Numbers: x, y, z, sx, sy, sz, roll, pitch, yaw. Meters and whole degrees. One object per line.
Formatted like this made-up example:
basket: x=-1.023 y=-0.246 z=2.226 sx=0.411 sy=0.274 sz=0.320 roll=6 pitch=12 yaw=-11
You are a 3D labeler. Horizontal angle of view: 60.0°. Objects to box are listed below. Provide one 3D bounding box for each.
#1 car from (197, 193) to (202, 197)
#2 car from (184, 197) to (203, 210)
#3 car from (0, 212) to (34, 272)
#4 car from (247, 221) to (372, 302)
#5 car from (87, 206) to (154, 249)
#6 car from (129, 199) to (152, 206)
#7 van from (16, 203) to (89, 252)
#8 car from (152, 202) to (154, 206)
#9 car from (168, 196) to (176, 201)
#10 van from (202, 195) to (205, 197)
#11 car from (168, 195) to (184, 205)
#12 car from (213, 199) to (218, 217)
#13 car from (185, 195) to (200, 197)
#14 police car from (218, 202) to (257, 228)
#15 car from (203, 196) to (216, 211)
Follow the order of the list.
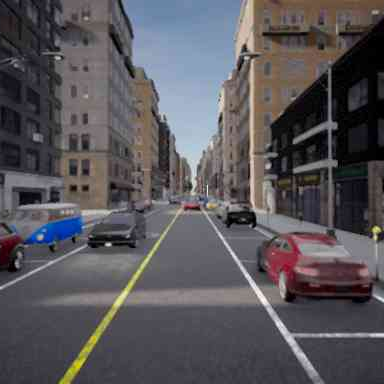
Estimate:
car: x=2.967 y=1.769 z=91.071 sx=1.947 sy=1.339 sz=4.313 roll=1 pitch=0 yaw=1
car: x=0.034 y=1.666 z=43.545 sx=1.994 sy=1.385 sz=4.181 roll=0 pitch=0 yaw=1
car: x=-5.851 y=1.459 z=8.025 sx=1.967 sy=1.590 sz=4.097 roll=1 pitch=0 yaw=0
car: x=2.673 y=1.601 z=8.020 sx=1.802 sy=1.307 sz=4.206 roll=1 pitch=0 yaw=0
car: x=-3.103 y=1.583 z=15.023 sx=2.033 sy=1.411 sz=5.357 roll=0 pitch=0 yaw=0
car: x=-5.860 y=1.652 z=36.389 sx=1.947 sy=1.339 sz=4.313 roll=1 pitch=0 yaw=0
van: x=-5.852 y=1.374 z=13.698 sx=1.690 sy=1.788 sz=3.998 roll=1 pitch=0 yaw=0
car: x=-5.861 y=1.643 z=42.062 sx=1.887 sy=1.381 sz=4.507 roll=1 pitch=0 yaw=0
car: x=-5.558 y=1.786 z=91.174 sx=1.802 sy=1.307 sz=4.206 roll=1 pitch=0 yaw=1
van: x=2.666 y=1.452 z=47.735 sx=1.690 sy=1.788 sz=3.998 roll=1 pitch=0 yaw=0
car: x=-3.015 y=1.715 z=60.694 sx=1.994 sy=1.385 sz=4.181 roll=0 pitch=0 yaw=0
car: x=3.141 y=1.597 z=29.805 sx=1.812 sy=1.442 sz=4.674 roll=0 pitch=0 yaw=0
car: x=0.011 y=1.659 z=57.488 sx=1.812 sy=1.442 sz=4.674 roll=0 pitch=0 yaw=0
police car: x=3.128 y=1.480 z=22.915 sx=1.930 sy=1.638 sz=5.238 roll=0 pitch=0 yaw=0
car: x=2.665 y=1.624 z=42.231 sx=1.752 sy=1.417 sz=4.829 roll=1 pitch=0 yaw=0
